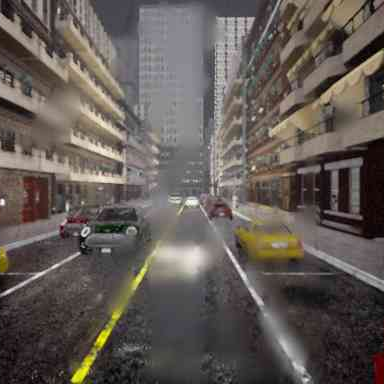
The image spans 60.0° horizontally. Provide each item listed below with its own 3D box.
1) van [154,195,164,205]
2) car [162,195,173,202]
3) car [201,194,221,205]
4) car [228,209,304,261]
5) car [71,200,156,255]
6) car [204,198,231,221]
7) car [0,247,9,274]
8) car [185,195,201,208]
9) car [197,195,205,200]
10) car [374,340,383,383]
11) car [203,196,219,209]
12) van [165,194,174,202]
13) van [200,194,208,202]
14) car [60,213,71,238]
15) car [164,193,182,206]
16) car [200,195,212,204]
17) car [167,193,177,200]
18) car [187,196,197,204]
[{"bbox_3d":[-5.324,1.308,56.223,1.690,1.788,3.998,-1,0,0],"label":"van"},{"bbox_3d":[-5.322,1.395,72.870,1.967,1.590,4.097,-1,0,0],"label":"car"},{"bbox_3d":[2.556,1.293,39.595,2.192,1.841,5.009,-1,0,0],"label":"car"},{"bbox_3d":[2.557,1.520,12.020,1.752,1.417,4.829,-1,0,0],"label":"car"},{"bbox_3d":[-2.849,1.345,13.255,2.097,1.767,4.553,0,0,0],"label":"car"},{"bbox_3d":[2.228,1.512,27.191,1.812,1.442,4.674,0,0,0],"label":"car"},{"bbox_3d":[-5.324,1.522,6.111,1.752,1.417,4.829,-1,0,0],"label":"car"},{"bbox_3d":[0.024,1.499,47.202,1.812,1.442,4.674,0,0,1],"label":"car"},{"bbox_3d":[2.561,1.481,95.086,1.887,1.381,4.507,-1,0,0],"label":"car"},{"bbox_3d":[2.554,1.315,0.752,2.192,1.841,5.009,-1,0,0],"label":"car"},{"bbox_3d":[2.557,1.415,45.144,1.967,1.590,4.097,-1,0,0],"label":"car"},{"bbox_3d":[-5.322,1.291,78.419,1.690,1.788,3.998,-1,0,0],"label":"van"},{"bbox_3d":[2.557,1.296,72.889,1.690,1.788,3.998,-1,0,0],"label":"van"},{"bbox_3d":[-5.324,1.431,17.379,1.967,1.590,4.097,-1,0,0],"label":"car"},{"bbox_3d":[-2.814,1.189,54.490,2.150,2.045,5.566,0,0,0],"label":"car"},{"bbox_3d":[2.558,1.404,61.791,1.967,1.590,4.097,-1,0,0],"label":"car"},{"bbox_3d":[-5.322,1.256,89.518,2.192,1.841,5.009,-1,0,0],"label":"car"},{"bbox_3d":[0.003,1.490,61.359,1.812,1.442,4.674,0,0,0],"label":"car"}]
